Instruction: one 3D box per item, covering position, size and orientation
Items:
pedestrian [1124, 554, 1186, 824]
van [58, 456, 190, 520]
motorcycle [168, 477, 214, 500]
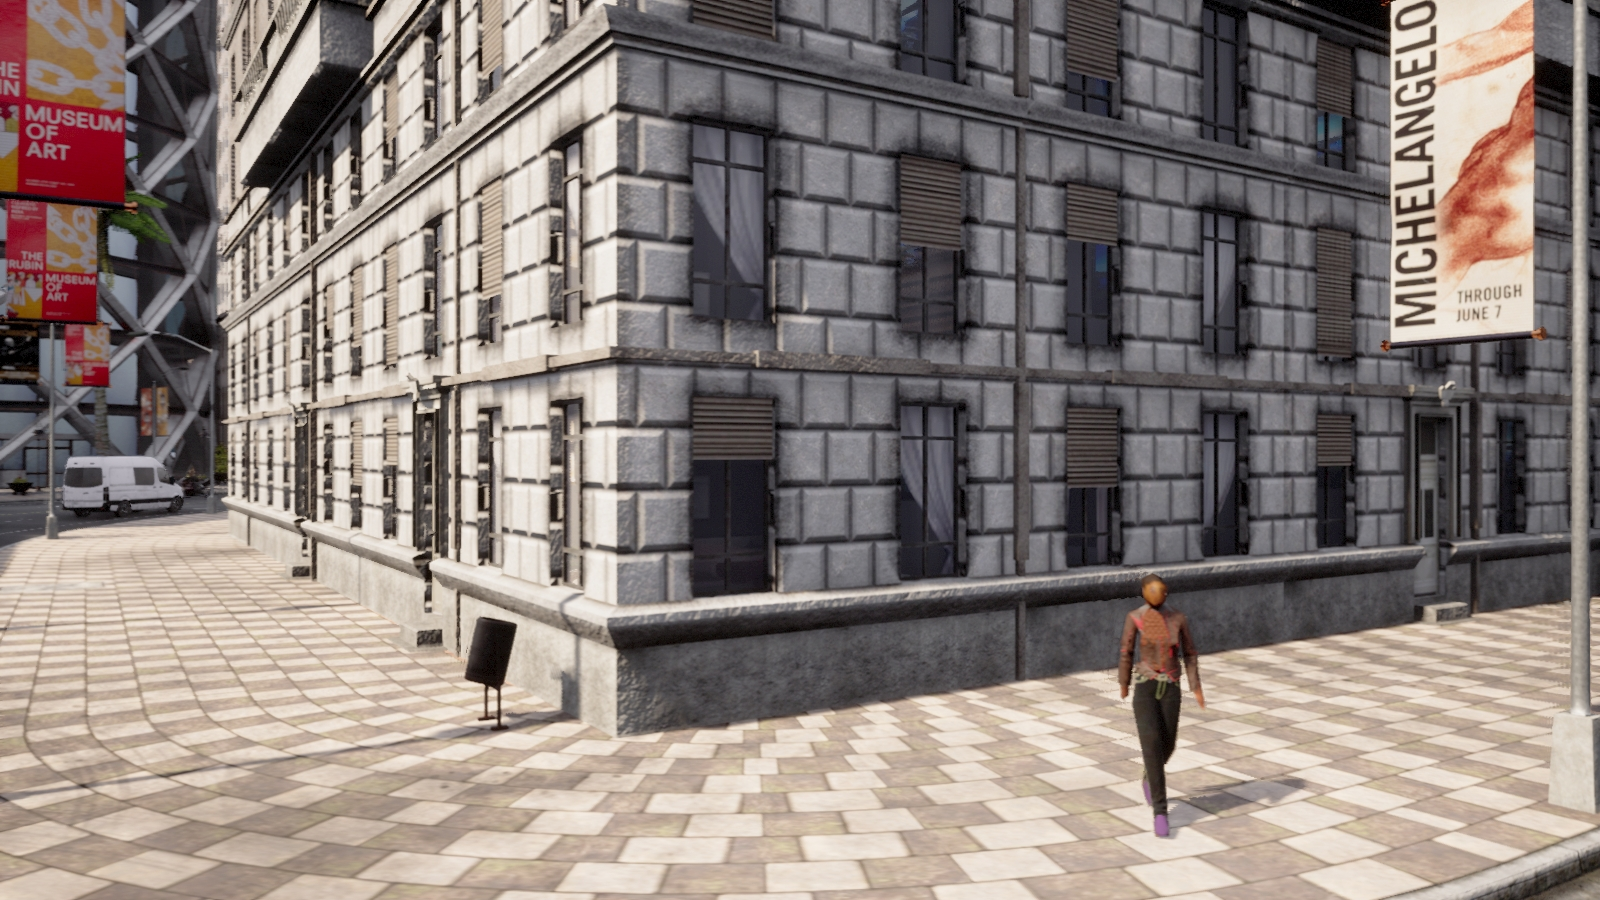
[{"bbox_3d":[2.557,1.699,8.253,0.375,1.860,0.375,0,0,9],"label":"pedestrian"},{"bbox_3d":[-29.135,1.554,49.531,1.988,2.561,5.915,0,0,3],"label":"van"},{"bbox_3d":[-35.188,2.230,66.043,0.867,1.251,2.209,1,0,27],"label":"motorcycle"}]
